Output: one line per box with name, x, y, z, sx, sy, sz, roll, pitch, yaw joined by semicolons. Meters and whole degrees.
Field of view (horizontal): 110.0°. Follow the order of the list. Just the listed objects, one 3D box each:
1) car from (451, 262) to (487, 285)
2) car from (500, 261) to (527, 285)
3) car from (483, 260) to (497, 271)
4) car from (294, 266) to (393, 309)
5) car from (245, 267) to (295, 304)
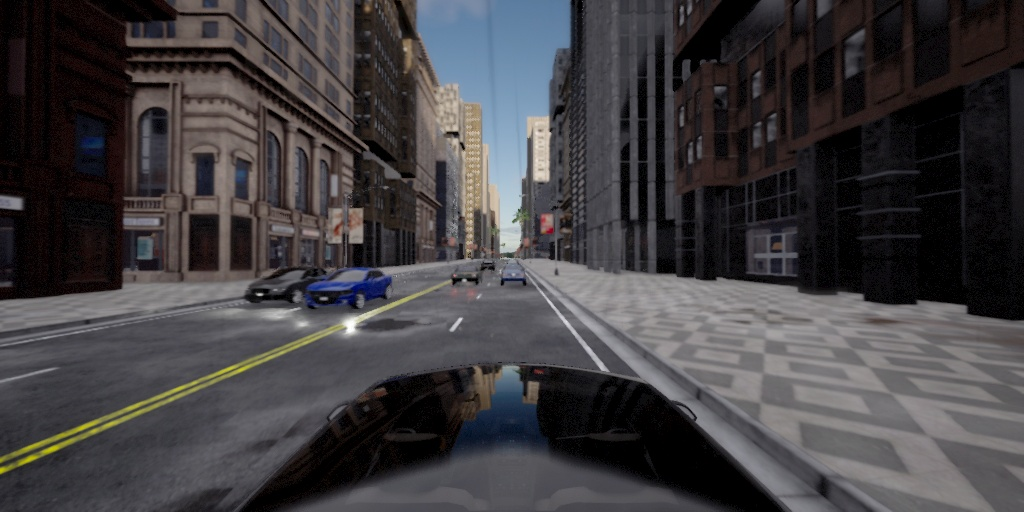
car;-3.147;1.352;26.046;1.895;1.301;4.718;0;0;0
car;0.100;1.298;26.409;2.033;1.411;5.357;0;0;0
car;-3.142;1.247;49.040;1.837;1.490;4.892;0;0;0
car;-6.584;1.229;15.047;1.882;1.535;5.008;0;0;0
car;-9.828;1.256;16.404;1.837;1.490;4.892;0;0;0
